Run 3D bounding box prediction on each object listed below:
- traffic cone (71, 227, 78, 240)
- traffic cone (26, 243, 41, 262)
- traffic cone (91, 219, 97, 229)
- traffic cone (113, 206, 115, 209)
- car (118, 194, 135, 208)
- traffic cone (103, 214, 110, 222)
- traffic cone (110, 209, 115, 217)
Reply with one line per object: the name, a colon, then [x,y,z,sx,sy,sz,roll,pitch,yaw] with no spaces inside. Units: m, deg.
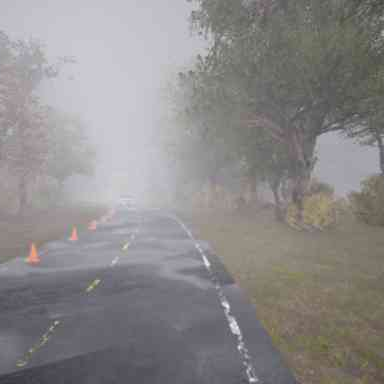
traffic cone: [-5.633,1.997,15.950,0.340,0.580,0.340,0,0,-5]
traffic cone: [-5.259,1.987,11.034,0.340,0.580,0.340,0,0,-4]
traffic cone: [-6.134,2.007,20.855,0.340,0.580,0.340,0,0,-7]
traffic cone: [-8.394,2.038,35.468,0.340,0.580,0.340,0,0,-11]
car: [-10.312,1.337,52.155,2.150,2.045,5.566,0,0,-19]
traffic cone: [-6.761,2.017,25.745,0.340,0.580,0.340,0,0,-8]
traffic cone: [-7.515,2.028,30.617,0.340,0.580,0.340,0,0,-10]
